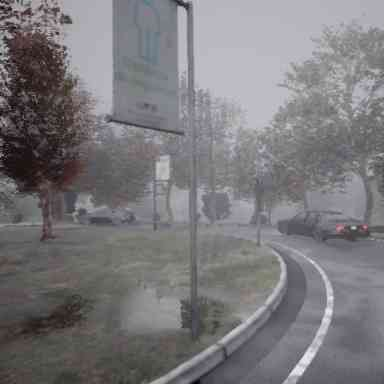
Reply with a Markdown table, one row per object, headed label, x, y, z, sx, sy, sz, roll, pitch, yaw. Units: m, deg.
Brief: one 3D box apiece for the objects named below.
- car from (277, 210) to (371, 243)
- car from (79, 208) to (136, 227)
| label | x | y | z | sx | sy | sz | roll | pitch | yaw |
| --- | --- | --- | --- | --- | --- | --- | --- | --- | --- |
| car | 6.250 | 1.624 | 16.542 | 2.033 | 1.411 | 5.357 | 0 | -1 | -14 |
| car | -7.331 | 2.181 | 28.781 | 4.902 | 1.511 | 2.128 | -1 | -1 | 12 |
